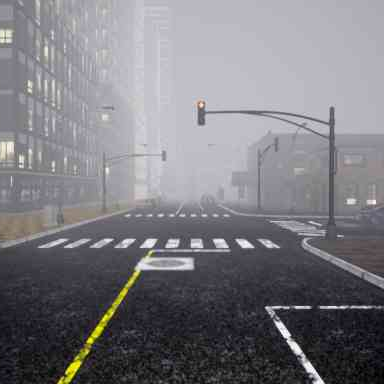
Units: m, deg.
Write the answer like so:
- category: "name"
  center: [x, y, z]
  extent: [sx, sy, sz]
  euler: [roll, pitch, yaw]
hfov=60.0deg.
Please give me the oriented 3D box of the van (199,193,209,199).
- category: "van"
  center: [2.501, 1.327, 53.147]
  extent: [1.690, 1.788, 3.998]
  euler: [-1, 0, 0]

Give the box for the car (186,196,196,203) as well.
- category: "car"
  center: [-0.230, 1.507, 69.674]
  extent: [2.128, 1.511, 4.902]
  euler: [0, 0, 0]

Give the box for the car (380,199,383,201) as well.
- category: "car"
  center: [16.438, 1.414, 27.260]
  extent: [5.009, 1.841, 2.192]
  euler: [1, 0, 1]

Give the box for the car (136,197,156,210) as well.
- category: "car"
  center: [-5.976, 1.514, 41.715]
  extent: [1.752, 1.417, 4.829]
  euler: [-1, 0, 0]

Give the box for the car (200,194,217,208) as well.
- category: "car"
  center: [2.521, 1.427, 47.503]
  extent: [1.967, 1.590, 4.097]
  euler: [-1, 0, 0]

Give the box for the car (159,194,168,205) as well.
- category: "car"
  center: [-5.862, 1.551, 58.818]
  extent: [1.947, 1.339, 4.313]
  euler: [-1, 0, 0]

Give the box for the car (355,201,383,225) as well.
- category: "car"
  center: [14.609, 1.648, 24.680]
  extent: [4.674, 1.442, 1.812]
  euler: [0, 1, 0]

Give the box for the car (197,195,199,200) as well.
- category: "car"
  center: [2.481, 1.300, 58.791]
  extent: [2.192, 1.841, 5.009]
  euler: [-1, 0, 0]

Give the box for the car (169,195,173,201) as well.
- category: "car"
  center: [-5.955, 1.506, 86.868]
  extent: [1.752, 1.417, 4.829]
  euler: [-1, 0, 0]

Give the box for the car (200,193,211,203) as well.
- category: "car"
  center: [2.864, 1.210, 73.442]
  extent: [2.150, 2.045, 5.566]
  euler: [0, 0, 0]

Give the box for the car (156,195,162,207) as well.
- category: "car"
  center: [-5.824, 1.553, 47.529]
  extent: [1.947, 1.339, 4.313]
  euler: [-1, 0, 0]
